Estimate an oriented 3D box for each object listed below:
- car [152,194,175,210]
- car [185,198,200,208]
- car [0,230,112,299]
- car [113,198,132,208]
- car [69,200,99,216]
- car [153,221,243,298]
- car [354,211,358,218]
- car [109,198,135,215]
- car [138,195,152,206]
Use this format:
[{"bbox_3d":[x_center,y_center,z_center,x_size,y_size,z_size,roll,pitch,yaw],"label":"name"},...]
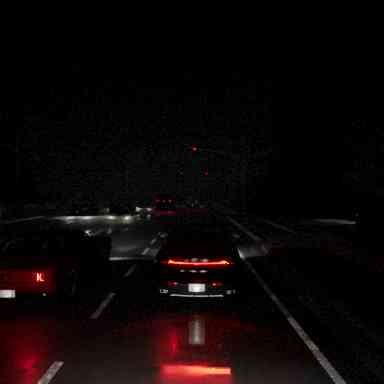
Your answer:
[{"bbox_3d":[-3.435,1.222,43.210,2.150,2.045,5.566,0,0,0],"label":"car"},{"bbox_3d":[0.073,1.526,47.570,1.812,1.442,4.674,0,0,1],"label":"car"},{"bbox_3d":[-3.420,1.601,8.394,1.895,1.301,4.718,0,0,0],"label":"car"},{"bbox_3d":[-10.542,1.608,50.743,1.895,1.301,4.718,0,0,0],"label":"car"},{"bbox_3d":[-10.612,1.525,33.030,1.812,1.442,4.674,0,0,0],"label":"car"},{"bbox_3d":[0.188,1.505,8.508,1.837,1.490,4.892,0,0,2],"label":"car"},{"bbox_3d":[14.839,1.466,25.101,4.892,1.490,1.837,0,0,-1],"label":"car"},{"bbox_3d":[-7.122,1.477,34.097,1.882,1.535,5.008,0,0,0],"label":"car"},{"bbox_3d":[-7.042,1.306,50.776,1.837,1.490,4.892,0,0,0],"label":"car"}]
